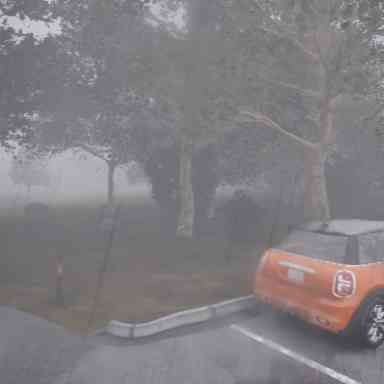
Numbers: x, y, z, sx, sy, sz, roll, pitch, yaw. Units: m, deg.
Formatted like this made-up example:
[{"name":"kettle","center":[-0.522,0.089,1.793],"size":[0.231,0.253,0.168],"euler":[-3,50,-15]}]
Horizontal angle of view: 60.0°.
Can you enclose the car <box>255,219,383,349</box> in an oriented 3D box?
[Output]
[{"name":"car","center":[3.434,1.321,6.477],"size":[4.553,1.767,2.185],"euler":[-1,2,-33]}]
